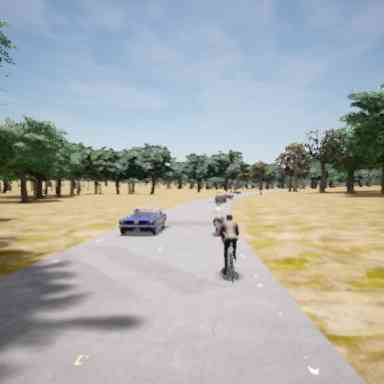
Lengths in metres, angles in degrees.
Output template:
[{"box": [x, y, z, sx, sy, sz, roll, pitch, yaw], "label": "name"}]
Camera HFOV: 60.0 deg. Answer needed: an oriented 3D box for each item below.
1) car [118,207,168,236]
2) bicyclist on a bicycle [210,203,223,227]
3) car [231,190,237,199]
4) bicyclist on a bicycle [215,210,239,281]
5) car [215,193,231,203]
[{"box": [-2.531, 1.494, 18.046, 1.895, 1.301, 4.718, 0, 0, 3], "label": "car"}, {"box": [1.333, 1.349, 16.781, 0.866, 1.612, 1.509, 0, 0, 3], "label": "bicyclist on a bicycle"}, {"box": [8.137, 0.810, 73.276, 1.895, 1.301, 4.718, 1, 1, 13], "label": "car"}, {"box": [1.003, 1.416, 8.821, 0.582, 1.620, 1.656, 0, 0, 2], "label": "bicyclist on a bicycle"}, {"box": [4.949, 0.980, 56.131, 2.128, 1.511, 4.902, 0, 1, 9], "label": "car"}]
